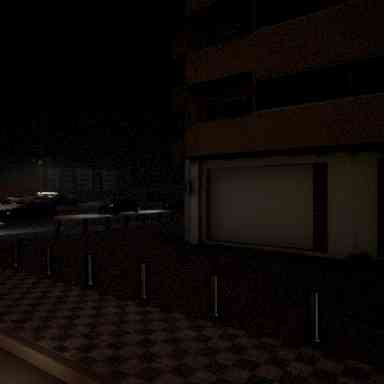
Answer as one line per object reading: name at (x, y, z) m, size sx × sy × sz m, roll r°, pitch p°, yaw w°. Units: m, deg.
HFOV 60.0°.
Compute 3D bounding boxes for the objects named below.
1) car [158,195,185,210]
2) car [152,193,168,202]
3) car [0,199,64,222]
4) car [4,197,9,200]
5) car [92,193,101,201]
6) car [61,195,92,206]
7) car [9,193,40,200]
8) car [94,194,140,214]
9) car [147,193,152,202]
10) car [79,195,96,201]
car at (-1.767, 1.547, 44.231) m, size 2.128 × 1.511 × 4.902 m, roll 0°, pitch 0°, yaw 35°
car at (-5.587, 1.209, 69.185) m, size 1.932 × 1.855 × 4.605 m, roll 0°, pitch 0°, yaw 35°
car at (-13.437, 1.581, 27.600) m, size 1.812 × 1.442 × 4.674 m, roll 0°, pitch 0°, yaw 35°
car at (-36.389, 1.419, 69.611) m, size 1.784 × 1.438 × 3.905 m, roll 0°, pitch 0°, yaw 35°
car at (-23.961, 1.211, 82.202) m, size 1.905 × 1.878 × 3.866 m, roll 0°, pitch 0°, yaw 35°
car at (-20.214, 1.451, 58.202) m, size 1.970 × 1.475 × 3.806 m, roll 0°, pitch 0°, yaw 35°
car at (-34.062, 1.209, 67.886) m, size 1.932 × 1.855 × 4.605 m, roll 0°, pitch 0°, yaw 35°
car at (-7.760, 1.407, 35.717) m, size 2.097 × 1.767 × 4.553 m, roll 0°, pitch 0°, yaw 35°
car at (-7.919, 1.212, 70.901) m, size 1.905 × 1.878 × 3.866 m, roll 0°, pitch 0°, yaw 35°
car at (-26.319, 1.451, 83.883) m, size 1.970 × 1.475 × 3.806 m, roll 0°, pitch 0°, yaw 35°
